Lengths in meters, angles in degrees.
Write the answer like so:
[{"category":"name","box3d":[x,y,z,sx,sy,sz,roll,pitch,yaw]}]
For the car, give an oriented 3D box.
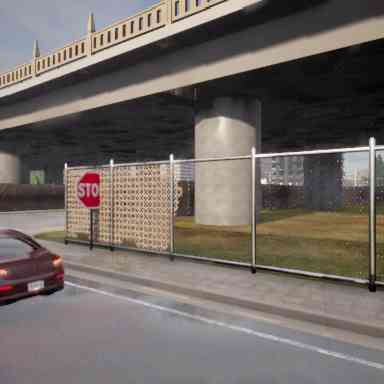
[{"category":"car","box3d":[-4.681,1.526,7.325,4.674,1.442,1.812,0,0,35]}]
